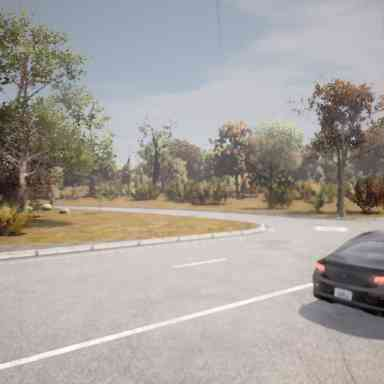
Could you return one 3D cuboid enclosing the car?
[{"bbox_3d":[4.358,1.515,6.848,4.674,1.442,1.812,0,0,-36],"label":"car"}]
